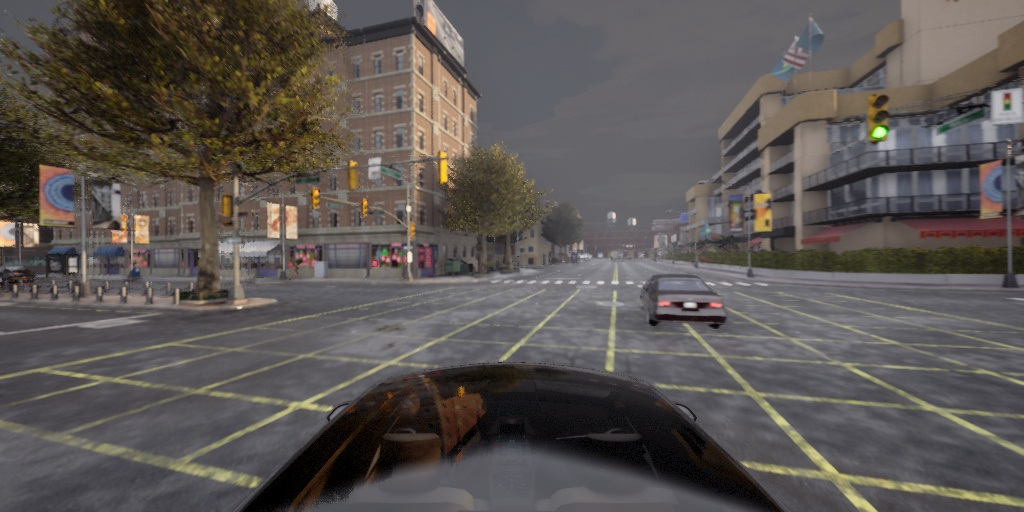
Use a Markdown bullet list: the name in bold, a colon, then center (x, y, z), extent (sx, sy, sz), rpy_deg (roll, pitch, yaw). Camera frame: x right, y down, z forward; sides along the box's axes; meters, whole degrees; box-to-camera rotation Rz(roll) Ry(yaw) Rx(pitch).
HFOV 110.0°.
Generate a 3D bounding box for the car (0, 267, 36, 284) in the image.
- **car**: center (-47.269, 1.790, 33.709), extent (4.892, 1.490, 1.837), rpy_deg (-1, 0, 17)

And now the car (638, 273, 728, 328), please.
- **car**: center (5.086, 1.253, 11.258), extent (2.033, 1.411, 5.357), rpy_deg (-1, 0, 16)

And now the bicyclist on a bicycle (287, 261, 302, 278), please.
- **bicyclist on a bicycle**: center (-20.635, 1.303, 34.014), extent (0.582, 1.620, 1.656), rpy_deg (-1, 0, 17)
